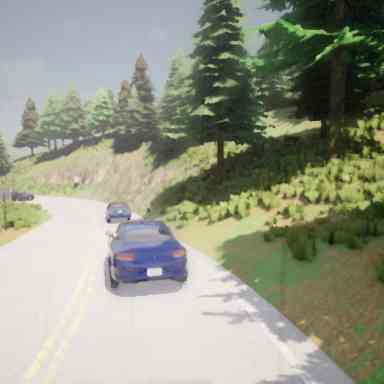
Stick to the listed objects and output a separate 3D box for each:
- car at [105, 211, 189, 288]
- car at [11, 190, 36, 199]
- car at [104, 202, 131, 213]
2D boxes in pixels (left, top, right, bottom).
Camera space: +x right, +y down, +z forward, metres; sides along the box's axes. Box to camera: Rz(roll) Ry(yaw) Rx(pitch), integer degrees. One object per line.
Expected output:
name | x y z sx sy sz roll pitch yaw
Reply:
car | -1.356 1.476 9.119 1.812 1.442 4.674 -1 1 -15
car | -21.669 0.440 41.472 4.181 1.385 1.994 2 5 21
car | -5.877 1.480 26.380 2.033 1.411 5.357 -1 0 -16
